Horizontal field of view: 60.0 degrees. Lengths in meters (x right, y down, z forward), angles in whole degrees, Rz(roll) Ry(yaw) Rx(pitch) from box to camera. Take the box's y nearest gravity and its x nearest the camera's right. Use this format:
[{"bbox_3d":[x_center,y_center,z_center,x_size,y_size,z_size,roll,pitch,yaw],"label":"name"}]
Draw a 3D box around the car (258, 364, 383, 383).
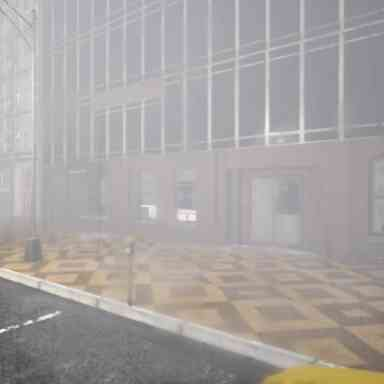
[{"bbox_3d":[2.288,1.535,1.247,4.829,1.417,1.752,1,0,35],"label":"car"}]
